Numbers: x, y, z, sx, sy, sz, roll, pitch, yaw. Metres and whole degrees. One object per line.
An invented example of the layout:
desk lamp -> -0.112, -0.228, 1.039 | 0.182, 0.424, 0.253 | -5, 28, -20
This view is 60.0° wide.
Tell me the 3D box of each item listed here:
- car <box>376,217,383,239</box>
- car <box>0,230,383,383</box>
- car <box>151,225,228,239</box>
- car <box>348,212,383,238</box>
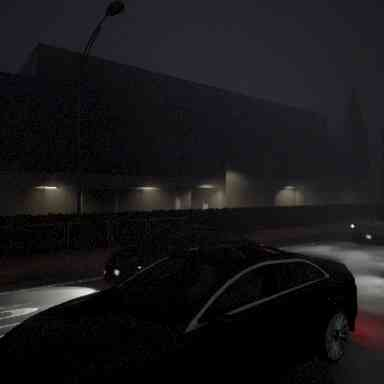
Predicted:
car -> 7.605, 1.505, 9.842 | 4.892, 1.490, 1.837 | 0, 0, -37
car -> 0.257, 1.492, 4.172 | 4.902, 1.511, 2.128 | 0, 0, -39
car -> -0.040, 1.564, 8.407 | 4.181, 1.385, 1.994 | 0, 0, -37
car -> 9.290, 1.601, 15.532 | 4.718, 1.301, 1.895 | 0, 0, -37
